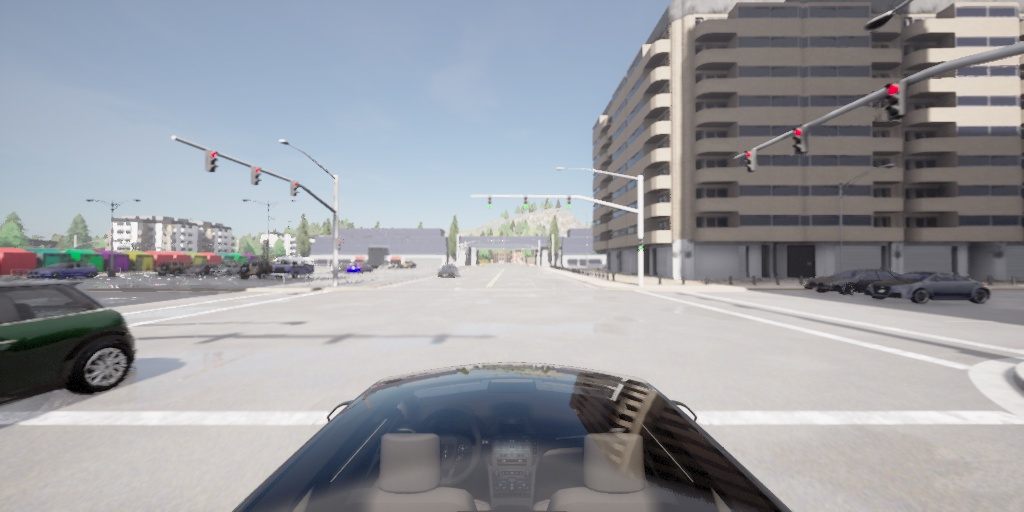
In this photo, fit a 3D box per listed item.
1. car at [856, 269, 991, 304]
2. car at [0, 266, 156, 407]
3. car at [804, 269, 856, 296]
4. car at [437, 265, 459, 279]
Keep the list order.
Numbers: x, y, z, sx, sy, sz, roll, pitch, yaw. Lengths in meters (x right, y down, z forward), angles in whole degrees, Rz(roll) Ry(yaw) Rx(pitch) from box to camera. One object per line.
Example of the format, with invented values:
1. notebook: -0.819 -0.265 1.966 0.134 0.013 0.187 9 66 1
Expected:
1. car: 19.047 1.430 16.563 4.181 1.385 1.994 0 -1 0
2. car: -7.001 1.089 3.678 2.097 1.767 4.553 0 0 0
3. car: 19.622 1.454 20.073 5.357 1.411 2.033 0 -1 0
4. car: -6.998 1.761 39.693 1.837 1.490 4.892 0 1 0
